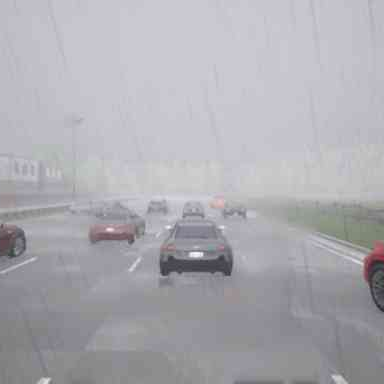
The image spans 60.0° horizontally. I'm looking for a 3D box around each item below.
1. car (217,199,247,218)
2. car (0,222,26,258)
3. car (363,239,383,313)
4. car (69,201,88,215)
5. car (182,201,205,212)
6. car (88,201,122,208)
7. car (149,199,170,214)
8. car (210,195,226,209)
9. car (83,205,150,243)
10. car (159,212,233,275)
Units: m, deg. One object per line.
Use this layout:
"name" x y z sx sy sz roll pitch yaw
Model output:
"car" 3.572 1.536 29.298 1.895 1.301 4.718 0 0 1
"car" -6.893 1.328 9.848 2.097 1.767 4.553 0 0 0
"car" 4.553 1.215 4.408 2.150 2.045 5.566 0 0 0
"car" -10.377 1.524 32.852 1.895 1.301 4.718 0 0 0
"car" 0.120 1.483 28.441 2.033 1.411 5.357 0 0 0
"car" -6.879 1.481 28.457 2.033 1.411 5.357 0 0 0
"car" -3.376 1.414 34.000 2.128 1.511 4.902 0 0 0
"car" 3.588 1.252 44.696 2.097 1.767 4.553 0 0 0
"car" -3.389 1.527 15.772 1.994 1.385 4.181 0 0 0
"car" 0.109 1.540 10.373 1.994 1.385 4.181 0 0 0
